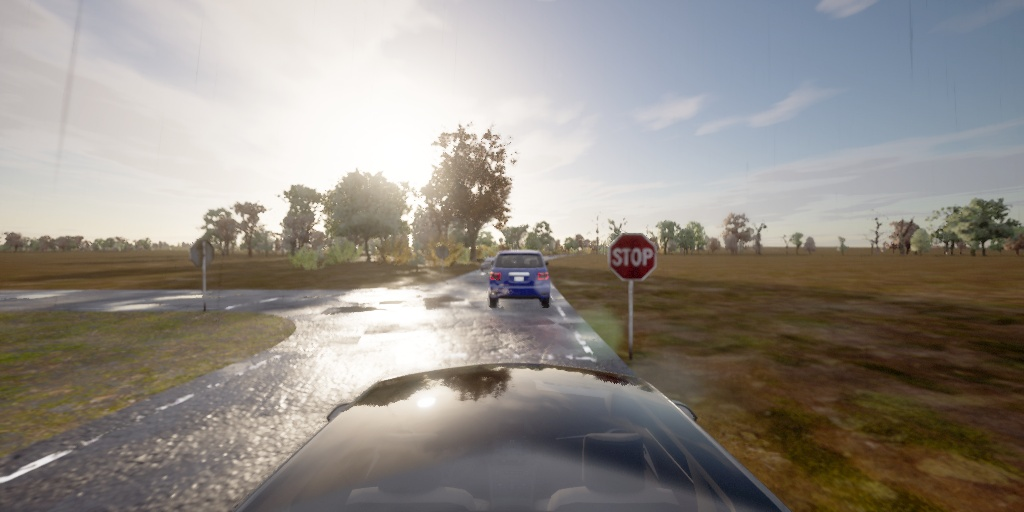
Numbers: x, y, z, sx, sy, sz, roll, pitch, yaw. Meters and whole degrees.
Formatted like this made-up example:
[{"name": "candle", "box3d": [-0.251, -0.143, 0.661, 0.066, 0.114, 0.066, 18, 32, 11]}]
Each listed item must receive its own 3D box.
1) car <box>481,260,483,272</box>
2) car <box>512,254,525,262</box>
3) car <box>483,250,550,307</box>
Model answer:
[{"name": "car", "box3d": [-1.868, 0.775, 35.020, 1.812, 1.442, 4.674, 0, 1, 4]}, {"name": "car", "box3d": [1.273, 0.393, 65.313, 1.895, 1.301, 4.718, 0, 1, 7]}, {"name": "car", "box3d": [0.310, 0.784, 14.342, 2.150, 2.045, 5.566, 0, 1, 2]}]
